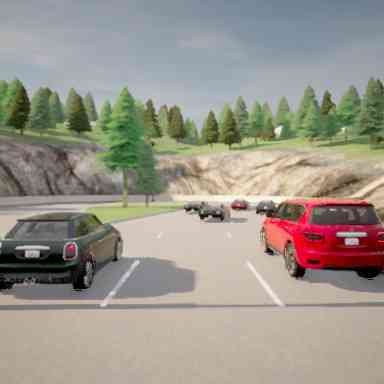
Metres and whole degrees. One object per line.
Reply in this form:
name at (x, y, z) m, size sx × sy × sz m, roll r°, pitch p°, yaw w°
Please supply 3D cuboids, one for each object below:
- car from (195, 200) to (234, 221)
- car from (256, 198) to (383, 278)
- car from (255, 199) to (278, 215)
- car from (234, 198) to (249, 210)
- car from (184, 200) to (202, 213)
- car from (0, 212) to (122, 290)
car at (1.925, 1.538, 26.705) m, size 1.895 × 1.301 × 4.718 m, roll 0°, pitch 0°, yaw 15°
car at (3.627, 1.198, 10.161) m, size 2.150 × 2.045 × 5.566 m, roll 0°, pitch 0°, yaw 1°
car at (7.660, 1.485, 34.017) m, size 1.994 × 1.385 × 4.181 m, roll 0°, pitch 0°, yaw 16°
car at (5.915, 1.469, 40.911) m, size 1.994 × 1.385 × 4.181 m, roll 0°, pitch 0°, yaw 14°
car at (0.723, 1.518, 35.280) m, size 1.895 × 1.301 × 4.718 m, roll 0°, pitch 0°, yaw 16°
car at (-3.375, 1.330, 9.203) m, size 2.097 × 1.767 × 4.553 m, roll 0°, pitch 0°, yaw 1°
